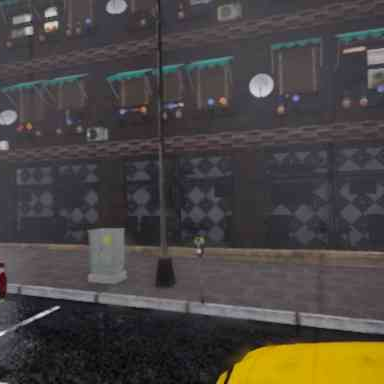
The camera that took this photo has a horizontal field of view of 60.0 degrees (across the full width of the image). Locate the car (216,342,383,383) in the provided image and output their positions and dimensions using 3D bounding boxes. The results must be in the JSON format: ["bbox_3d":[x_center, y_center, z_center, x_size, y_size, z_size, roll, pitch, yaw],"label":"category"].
[{"bbox_3d":[2.639,1.470,1.812,5.366,1.575,1.801,0,0,17],"label":"car"}]

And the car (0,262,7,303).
[{"bbox_3d":[-5.683,1.592,6.238,4.507,1.381,1.887,0,-2,17],"label":"car"}]
